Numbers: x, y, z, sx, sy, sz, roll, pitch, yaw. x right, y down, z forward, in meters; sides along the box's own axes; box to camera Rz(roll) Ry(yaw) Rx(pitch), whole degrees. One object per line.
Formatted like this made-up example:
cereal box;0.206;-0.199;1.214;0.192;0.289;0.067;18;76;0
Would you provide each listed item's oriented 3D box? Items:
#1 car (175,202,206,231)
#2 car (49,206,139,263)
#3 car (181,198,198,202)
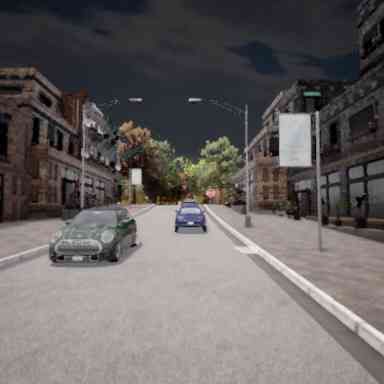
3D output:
car;-0.101;1.551;20.574;1.812;1.442;4.674;0;0;-1
car;-3.322;1.368;12.060;2.097;1.767;4.553;0;0;2
car;-0.299;1.473;38.683;2.128;1.511;4.902;0;1;-1
